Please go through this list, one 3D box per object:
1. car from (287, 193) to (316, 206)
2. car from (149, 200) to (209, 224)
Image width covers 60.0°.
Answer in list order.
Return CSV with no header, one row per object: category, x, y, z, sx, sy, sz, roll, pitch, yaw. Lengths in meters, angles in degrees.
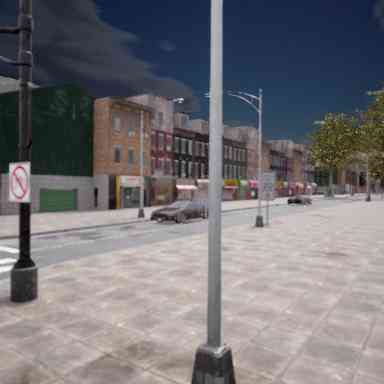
car,13.579,1.020,41.816,1.895,1.301,4.718,1,1,36
car,-0.432,1.258,22.305,2.033,1.411,5.357,1,1,36
